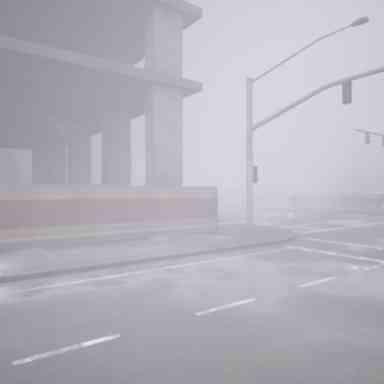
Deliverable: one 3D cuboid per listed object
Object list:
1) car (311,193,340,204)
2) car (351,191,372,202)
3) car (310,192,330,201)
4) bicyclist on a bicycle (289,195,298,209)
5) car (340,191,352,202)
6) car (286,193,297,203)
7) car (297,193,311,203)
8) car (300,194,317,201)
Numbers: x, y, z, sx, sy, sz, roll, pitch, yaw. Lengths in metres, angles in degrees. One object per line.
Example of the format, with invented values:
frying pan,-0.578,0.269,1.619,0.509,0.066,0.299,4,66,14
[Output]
car,22.342,1.265,55.462,3.806,1.475,1.970,0,0,-35
car,42.452,0.942,83.358,3.866,1.878,1.905,0,0,-35
car,28.164,0.984,73.219,4.605,1.855,1.932,0,0,-35
bicyclist on a bicycle,11.962,1.164,39.215,1.656,1.620,0.582,0,0,-36
car,40.789,1.181,85.728,3.806,1.475,1.970,0,0,-35
car,19.078,1.023,59.986,4.605,1.855,1.932,0,0,-35
car,20.670,1.234,57.826,3.905,1.438,1.784,0,0,-35
car,26.544,1.195,75.620,3.905,1.438,1.784,0,0,-35
